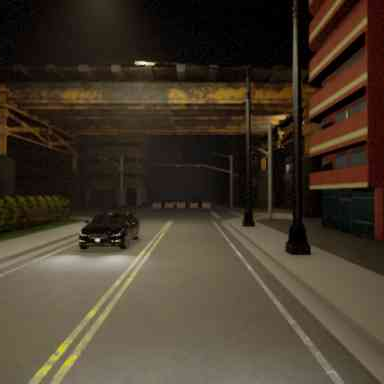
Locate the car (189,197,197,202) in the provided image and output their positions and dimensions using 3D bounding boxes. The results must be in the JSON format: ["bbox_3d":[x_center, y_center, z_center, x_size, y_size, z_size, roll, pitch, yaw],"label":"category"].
[{"bbox_3d":[0.134,1.782,80.361,1.853,1.218,4.536,0,0,0],"label":"car"}]

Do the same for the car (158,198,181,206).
[{"bbox_3d":[-3.632,1.623,54.067,1.853,1.218,4.536,0,0,25],"label":"car"}]

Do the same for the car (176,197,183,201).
[{"bbox_3d":[-3.299,1.833,88.882,1.853,1.218,4.536,0,0,0],"label":"car"}]

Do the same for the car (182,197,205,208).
[{"bbox_3d":[0.507,1.778,53.712,2.038,1.542,4.974,0,0,-20],"label":"car"}]

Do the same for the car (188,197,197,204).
[{"bbox_3d":[0.134,1.939,80.308,2.038,1.542,4.974,0,0,0],"label":"car"}]

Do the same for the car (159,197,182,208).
[{"bbox_3d":[-3.653,1.780,54.019,2.038,1.542,4.974,0,0,25],"label":"car"}]

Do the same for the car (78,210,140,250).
[{"bbox_3d":[-3.525,1.598,14.922,1.837,1.490,4.892,0,-1,1],"label":"car"}]

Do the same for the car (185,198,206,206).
[{"bbox_3d":[0.489,1.621,53.762,1.853,1.218,4.536,0,0,-20],"label":"car"}]

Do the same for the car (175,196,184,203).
[{"bbox_3d":[-3.299,1.990,88.829,2.038,1.542,4.974,0,0,0],"label":"car"}]
